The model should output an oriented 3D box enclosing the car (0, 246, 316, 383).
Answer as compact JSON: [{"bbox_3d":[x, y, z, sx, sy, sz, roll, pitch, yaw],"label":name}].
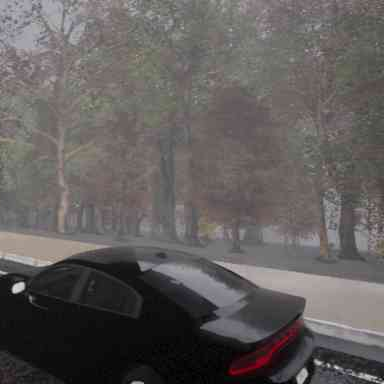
[{"bbox_3d":[-1.030,1.483,4.418,5.008,1.535,1.882,0,0,35],"label":"car"}]
